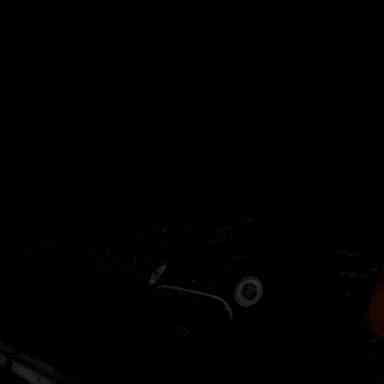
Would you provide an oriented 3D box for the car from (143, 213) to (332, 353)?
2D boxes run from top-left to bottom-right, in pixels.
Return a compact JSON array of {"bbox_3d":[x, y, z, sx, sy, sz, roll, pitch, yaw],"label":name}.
[{"bbox_3d":[1.157,1.306,6.365,2.185,1.767,4.553,0,0,35],"label":"car"}]

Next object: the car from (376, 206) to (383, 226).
[{"bbox_3d":[9.875,1.188,15.183,2.435,2.045,5.566,0,0,35],"label":"car"}]

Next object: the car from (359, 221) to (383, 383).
[{"bbox_3d":[3.641,1.441,4.620,2.097,1.535,5.008,0,0,35],"label":"car"}]
